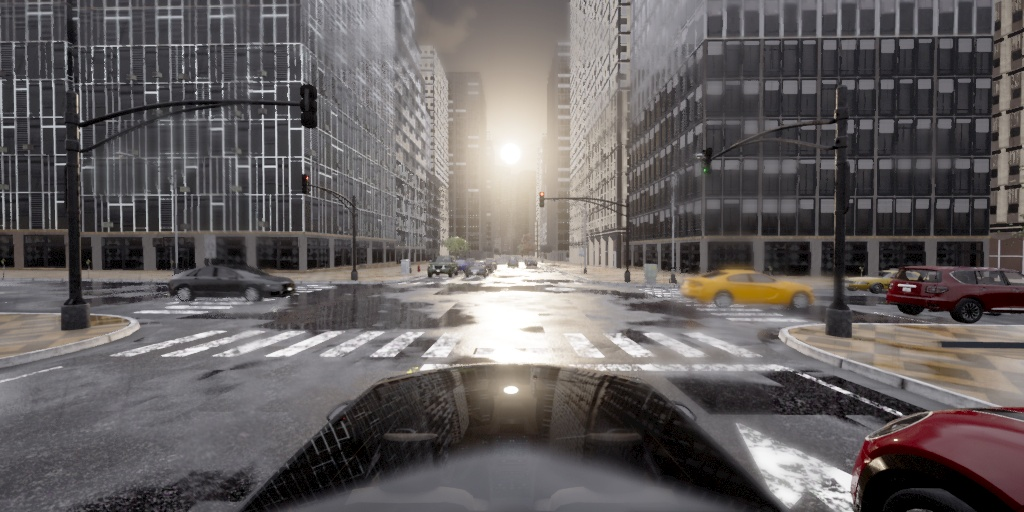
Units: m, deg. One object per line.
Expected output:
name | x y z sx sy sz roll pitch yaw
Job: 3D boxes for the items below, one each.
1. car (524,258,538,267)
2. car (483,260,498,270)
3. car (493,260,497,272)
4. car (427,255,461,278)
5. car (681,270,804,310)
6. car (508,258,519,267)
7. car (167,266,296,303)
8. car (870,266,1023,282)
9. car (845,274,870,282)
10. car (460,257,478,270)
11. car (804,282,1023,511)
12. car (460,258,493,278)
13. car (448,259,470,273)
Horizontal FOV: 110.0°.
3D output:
car | 3.460 1.306 63.395 1.895 1.301 4.718 0 0 0
car | -3.167 1.263 53.941 2.033 1.411 5.357 0 0 0
car | -3.211 1.327 43.238 1.895 1.301 4.718 0 0 0
car | -6.481 0.955 34.199 2.150 2.045 5.566 0 0 0
car | 9.919 1.348 15.241 5.008 1.535 1.882 1 1 1
car | 0.210 1.269 63.377 1.994 1.385 4.181 0 0 0
car | -12.108 1.179 15.659 4.892 1.490 1.837 0 1 1
car | 16.226 1.282 12.537 5.009 1.841 2.192 0 0 1
car | 21.865 1.410 20.803 4.829 1.417 1.751 0 0 1
car | -6.414 1.067 53.833 2.097 1.767 4.553 0 0 0
car | 3.253 1.102 0.425 2.097 1.767 4.553 0 0 0
car | -3.240 1.225 33.957 2.128 1.511 4.902 0 0 1
car | -6.456 1.203 44.165 1.882 1.535 5.008 0 0 0
